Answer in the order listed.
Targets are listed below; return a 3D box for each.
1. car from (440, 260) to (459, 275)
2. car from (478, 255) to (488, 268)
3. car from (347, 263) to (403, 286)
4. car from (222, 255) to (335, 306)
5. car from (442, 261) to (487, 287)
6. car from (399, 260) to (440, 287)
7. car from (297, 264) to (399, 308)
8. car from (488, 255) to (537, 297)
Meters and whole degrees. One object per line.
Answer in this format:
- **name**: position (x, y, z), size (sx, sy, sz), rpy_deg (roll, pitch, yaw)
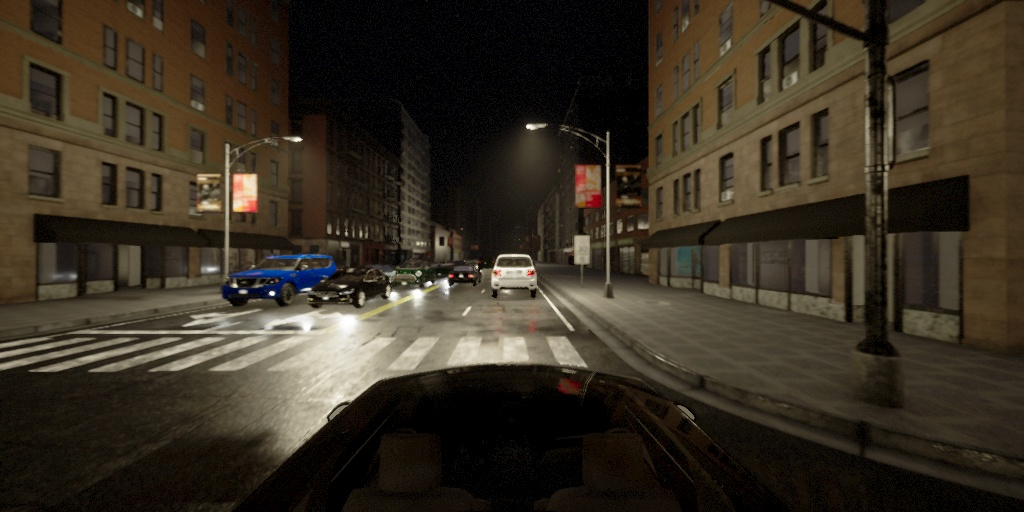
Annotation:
- **car**: position (-6.493, 1.325, 34.395), size (1.895, 1.301, 4.718), rpy_deg (0, 0, 0)
- **car**: position (-3.224, 0.941, 46.677), size (2.150, 2.045, 5.566), rpy_deg (0, 0, 0)
- **car**: position (-9.796, 1.276, 26.151), size (2.033, 1.411, 5.357), rpy_deg (0, 0, 0)
- **car**: position (-9.835, 0.957, 15.902), size (2.150, 2.045, 5.566), rpy_deg (0, 0, 0)
- **car**: position (-3.145, 1.281, 24.636), size (2.033, 1.411, 5.357), rpy_deg (0, 0, 0)
- **car**: position (-6.563, 1.084, 24.121), size (2.097, 1.767, 4.553), rpy_deg (0, 0, 0)
- **car**: position (-6.587, 1.243, 15.127), size (1.837, 1.490, 4.892), rpy_deg (0, 0, 0)
- **car**: position (0.104, 0.959, 19.008), size (2.150, 2.045, 5.566), rpy_deg (0, 0, 0)
